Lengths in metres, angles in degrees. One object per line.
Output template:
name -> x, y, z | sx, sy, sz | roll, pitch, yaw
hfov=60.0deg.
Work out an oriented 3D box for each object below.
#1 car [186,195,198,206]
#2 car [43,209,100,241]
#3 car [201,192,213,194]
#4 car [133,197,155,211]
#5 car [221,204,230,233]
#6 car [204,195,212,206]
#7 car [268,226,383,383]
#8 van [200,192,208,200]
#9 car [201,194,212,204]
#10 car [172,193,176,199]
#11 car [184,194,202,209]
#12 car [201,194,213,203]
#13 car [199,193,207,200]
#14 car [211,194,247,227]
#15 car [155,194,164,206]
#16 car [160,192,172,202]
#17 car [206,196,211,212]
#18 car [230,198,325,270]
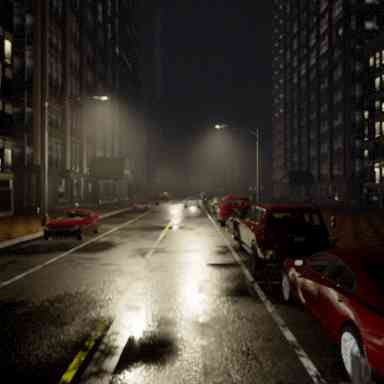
car -> 0.014, 1.266, 51.660 | 1.837, 1.490, 4.892 | 0, 0, 0
car -> -5.682, 1.507, 16.262 | 1.802, 1.307, 4.206 | 0, 0, 0
car -> 2.709, 1.060, 55.034 | 2.192, 1.841, 5.009 | 0, 0, 0
car -> -5.677, 1.405, 38.419 | 1.802, 1.307, 4.206 | 0, 0, 0
car -> 2.699, 1.491, 16.261 | 1.947, 1.339, 4.313 | 0, 0, 0
car -> 2.704, 1.347, 38.587 | 1.752, 1.417, 4.829 | 0, 0, 0
car -> 2.696, 1.520, 5.181 | 1.887, 1.381, 4.507 | 0, 0, 0
van -> 2.713, 0.981, 77.190 | 1.690, 1.788, 3.998 | 0, 0, 0
car -> 2.706, 1.337, 49.496 | 1.947, 1.339, 4.313 | 0, 0, 0
car -> -5.667, 1.159, 82.733 | 1.887, 1.381, 4.507 | 0, 0, 0
car -> 0.011, 1.334, 41.599 | 1.812, 1.442, 4.674 | 0, 0, 0
car -> 2.709, 1.159, 60.573 | 1.967, 1.590, 4.097 | 0, 0, 0
car -> 2.714, 1.054, 82.731 | 1.967, 1.590, 4.097 | 0, 0, 0
car -> 2.701, 1.214, 21.799 | 2.192, 1.841, 5.009 | 0, 0, 0
car -> -5.674, 1.353, 49.497 | 1.802, 1.307, 4.206 | 0, 0, 0
car -> -5.670, 1.008, 66.114 | 2.192, 1.841, 5.009 | 0, 0, 0
car -> 2.702, 1.399, 32.878 | 2.008, 1.369, 4.403 | 0, 0, 0
car -> 2.698, 1.265, 10.720 | 2.192, 1.841, 5.009 | 0, 0, 0
